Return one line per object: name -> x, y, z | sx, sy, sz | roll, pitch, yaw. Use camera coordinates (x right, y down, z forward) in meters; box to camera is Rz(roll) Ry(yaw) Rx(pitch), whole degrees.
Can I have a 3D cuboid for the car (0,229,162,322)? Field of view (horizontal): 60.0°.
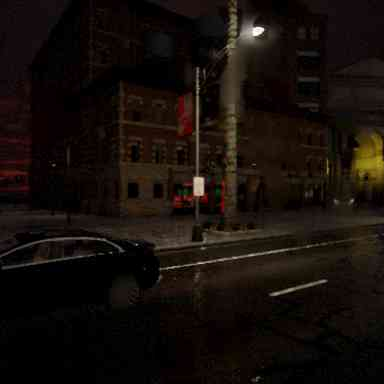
car -> -2.927, 1.492, 6.198 | 4.902, 1.511, 2.128 | 0, 0, -35
